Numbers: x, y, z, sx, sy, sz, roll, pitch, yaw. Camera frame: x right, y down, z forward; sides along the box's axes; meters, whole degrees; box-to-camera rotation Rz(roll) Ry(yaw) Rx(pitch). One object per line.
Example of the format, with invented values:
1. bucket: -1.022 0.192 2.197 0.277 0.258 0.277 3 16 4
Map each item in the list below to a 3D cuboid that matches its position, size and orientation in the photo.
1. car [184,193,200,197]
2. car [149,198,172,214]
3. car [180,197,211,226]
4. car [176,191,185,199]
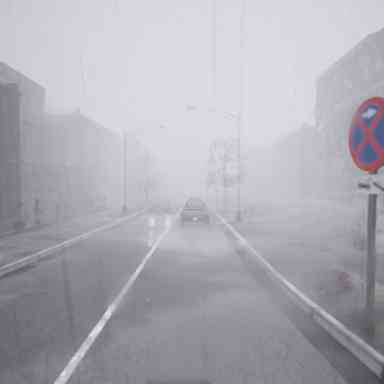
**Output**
1. car: 0.382 1.164 42.443 2.128 1.511 4.902 0 1 1
2. car: -2.919 1.300 31.862 1.812 1.442 4.674 0 1 1
3. car: 0.210 1.358 22.223 2.128 1.511 4.902 0 1 0
4. car: -2.410 0.648 74.144 2.097 1.767 4.553 0 1 1
